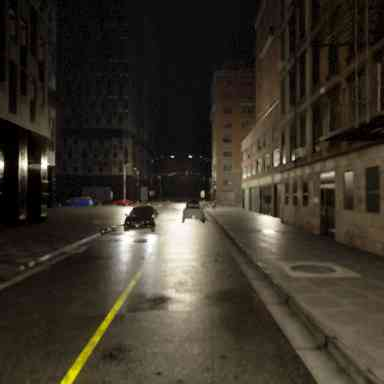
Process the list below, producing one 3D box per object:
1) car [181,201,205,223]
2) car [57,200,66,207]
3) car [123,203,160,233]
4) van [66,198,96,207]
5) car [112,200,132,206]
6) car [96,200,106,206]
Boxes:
[{"bbox_3d":[0.092,1.756,28.086,1.812,1.442,4.674,0,-1,-1],"label":"car"},{"bbox_3d":[-25.793,2.301,69.100,4.403,1.369,2.008,0,-1,0],"label":"car"},{"bbox_3d":[-3.104,1.679,21.256,1.837,1.490,4.892,0,0,0],"label":"car"},{"bbox_3d":[-20.141,1.910,60.575,3.998,1.788,1.690,0,-1,0],"label":"van"},{"bbox_3d":[-14.495,2.254,69.093,4.206,1.307,1.802,0,-1,0],"label":"car"},{"bbox_3d":[-20.143,2.277,69.097,4.313,1.339,1.947,0,-1,0],"label":"car"}]
